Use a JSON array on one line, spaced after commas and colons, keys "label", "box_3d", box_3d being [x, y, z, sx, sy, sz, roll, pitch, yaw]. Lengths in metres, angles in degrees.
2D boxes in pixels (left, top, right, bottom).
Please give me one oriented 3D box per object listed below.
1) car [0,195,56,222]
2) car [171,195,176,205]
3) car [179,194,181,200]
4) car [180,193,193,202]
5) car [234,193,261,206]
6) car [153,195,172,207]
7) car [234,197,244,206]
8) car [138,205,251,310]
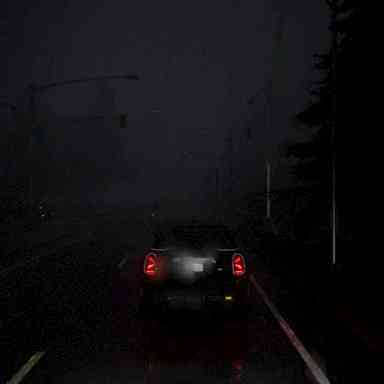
[{"label": "car", "box_3d": [-12.759, 1.206, 23.895, 5.566, 2.045, 2.150, 0, 0, 1]}, {"label": "car", "box_3d": [-4.059, 1.475, 52.754, 1.837, 1.490, 4.892, 0, 0, 0]}, {"label": "car", "box_3d": [-2.137, 1.158, 83.504, 2.097, 1.767, 4.553, 0, 0, -13]}, {"label": "car", "box_3d": [-0.860, 1.555, 73.369, 1.895, 1.301, 4.718, 0, 0, -7]}, {"label": "car", "box_3d": [8.490, 1.146, 51.233, 3.866, 1.878, 1.905, 0, 0, -1]}, {"label": "car", "box_3d": [-3.998, 1.496, 43.580, 1.812, 1.442, 4.674, 0, 0, 0]}, {"label": "car", "box_3d": [8.902, 1.144, 48.722, 4.605, 1.855, 1.932, 0, 0, -1]}, {"label": "car", "box_3d": [0.070, 1.352, 8.006, 2.097, 1.767, 4.553, 0, 0, 1]}]
